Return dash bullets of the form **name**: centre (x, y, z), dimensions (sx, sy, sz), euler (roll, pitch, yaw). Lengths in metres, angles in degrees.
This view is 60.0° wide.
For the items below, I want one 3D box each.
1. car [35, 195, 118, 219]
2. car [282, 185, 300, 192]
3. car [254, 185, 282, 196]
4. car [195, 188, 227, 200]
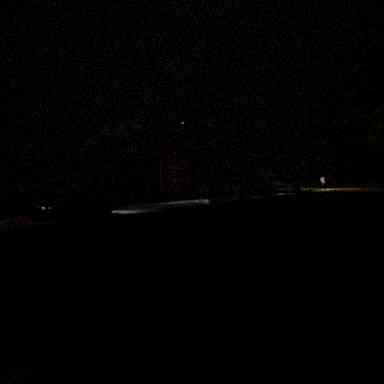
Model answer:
- **car**: centre (-7.413, 0.921, 21.883), dimensions (2.033, 1.411, 5.357), euler (0, 2, 35)
- **car**: centre (16.374, -0.523, 55.326), dimensions (1.994, 1.385, 4.181), euler (0, 2, 35)
- **car**: centre (10.439, -0.247, 46.893), dimensions (2.128, 1.511, 4.902), euler (0, 2, 36)
- **car**: centre (2.289, 0.210, 40.426), dimensions (1.895, 1.301, 4.718), euler (0, 2, 36)
